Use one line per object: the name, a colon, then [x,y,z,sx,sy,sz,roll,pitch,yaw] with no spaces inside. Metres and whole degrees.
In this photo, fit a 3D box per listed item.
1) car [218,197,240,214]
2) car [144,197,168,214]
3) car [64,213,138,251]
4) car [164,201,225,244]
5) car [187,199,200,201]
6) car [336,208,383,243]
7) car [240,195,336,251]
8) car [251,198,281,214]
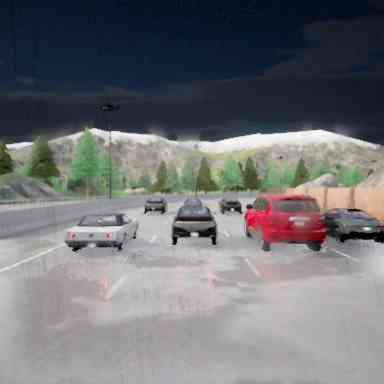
car: [3.608,1.267,31.891,1.837,1.490,4.892,0,1,0]
car: [-3.390,1.253,31.868,2.128,1.511,4.902,0,1,0]
car: [-3.402,1.499,13.511,1.895,1.301,4.718,0,0,0]
car: [0.097,1.378,15.156,2.128,1.511,4.902,0,1,0]
car: [0.116,1.320,32.498,1.994,1.385,4.181,0,1,0]
car: [7.097,1.447,15.487,1.994,1.385,4.181,0,1,0]
car: [3.598,1.119,13.789,2.150,2.045,5.566,0,1,0]
car: [7.110,1.321,32.352,1.994,1.385,4.181,0,1,0]
